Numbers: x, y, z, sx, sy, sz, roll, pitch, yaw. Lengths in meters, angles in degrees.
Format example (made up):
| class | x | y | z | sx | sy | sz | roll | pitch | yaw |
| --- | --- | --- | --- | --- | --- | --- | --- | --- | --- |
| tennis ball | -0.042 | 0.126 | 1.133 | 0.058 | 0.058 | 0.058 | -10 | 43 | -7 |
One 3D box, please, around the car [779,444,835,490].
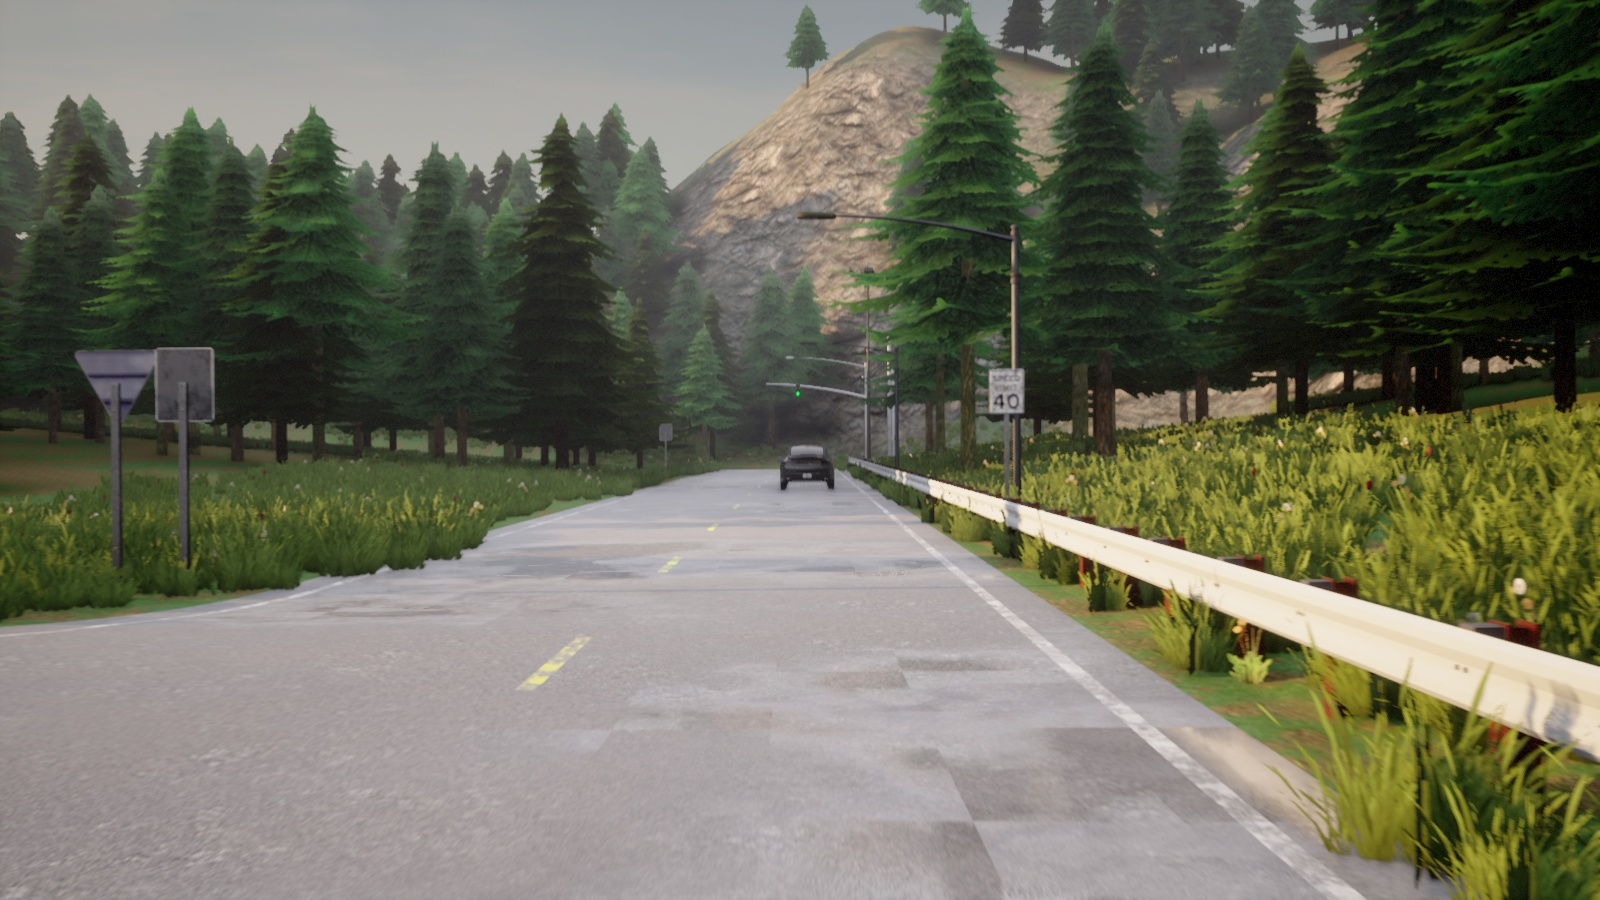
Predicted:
| class | x | y | z | sx | sy | sz | roll | pitch | yaw |
| --- | --- | --- | --- | --- | --- | --- | --- | --- | --- |
| car | 0.252 | 0.542 | 43.978 | 1.837 | 1.490 | 4.892 | 0 | 0 | 0 |
